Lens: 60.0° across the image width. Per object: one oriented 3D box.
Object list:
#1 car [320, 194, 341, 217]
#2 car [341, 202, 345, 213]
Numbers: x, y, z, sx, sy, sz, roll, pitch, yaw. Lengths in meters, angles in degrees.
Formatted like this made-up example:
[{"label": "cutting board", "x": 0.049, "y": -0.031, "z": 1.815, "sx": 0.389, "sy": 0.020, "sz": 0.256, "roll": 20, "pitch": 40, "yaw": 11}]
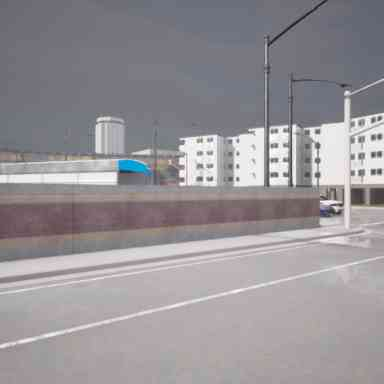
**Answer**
[{"label": "car", "x": 10.709, "y": 1.351, "z": 30.364, "sx": 2.097, "sy": 1.767, "sz": 4.553, "roll": 0, "pitch": 0, "yaw": -33}, {"label": "car", "x": 12.620, "y": 1.221, "z": 33.799, "sx": 2.150, "sy": 2.045, "sz": 5.566, "roll": 0, "pitch": 0, "yaw": -35}]
